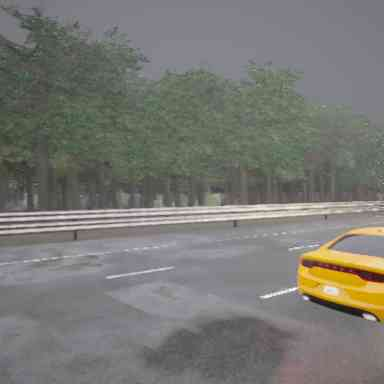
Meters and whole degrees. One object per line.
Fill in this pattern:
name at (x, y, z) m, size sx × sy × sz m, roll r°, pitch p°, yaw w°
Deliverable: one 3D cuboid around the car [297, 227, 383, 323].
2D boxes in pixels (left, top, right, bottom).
car at (4.323, 1.483, 6.952) m, size 5.008 × 1.535 × 1.882 m, roll 0°, pitch 0°, yaw -35°
